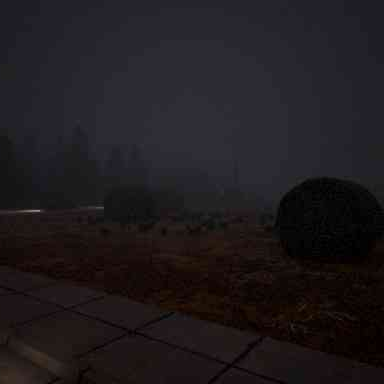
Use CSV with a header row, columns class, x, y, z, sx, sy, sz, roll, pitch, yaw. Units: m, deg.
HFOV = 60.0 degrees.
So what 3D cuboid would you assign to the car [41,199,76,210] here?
class,x,y,z,sx,sy,sz,roll,pitch,yaw
car,-16.827,1.555,42.114,1.994,1.385,4.181,0,0,37
